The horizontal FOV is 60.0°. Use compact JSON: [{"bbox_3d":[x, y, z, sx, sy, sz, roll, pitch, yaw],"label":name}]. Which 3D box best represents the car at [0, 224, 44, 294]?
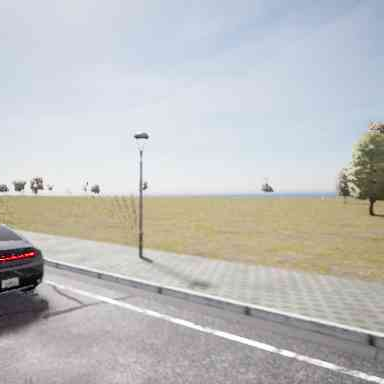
[{"bbox_3d":[-5.271,1.447,7.525,4.892,1.490,1.837,-1,-1,36],"label":"car"}]
